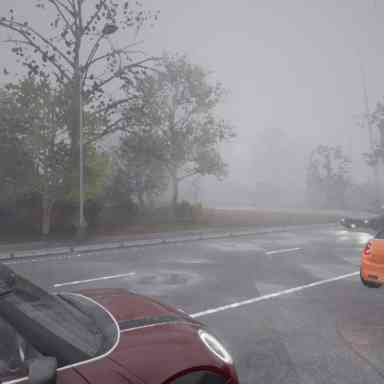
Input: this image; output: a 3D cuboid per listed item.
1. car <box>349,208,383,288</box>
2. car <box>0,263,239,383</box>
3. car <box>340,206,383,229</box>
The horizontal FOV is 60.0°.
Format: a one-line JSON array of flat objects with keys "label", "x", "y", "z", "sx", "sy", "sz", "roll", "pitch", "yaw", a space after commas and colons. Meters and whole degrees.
[{"label": "car", "x": 6.089, "y": 1.352, "z": 7.997, "sx": 4.553, "sy": 1.767, "sz": 2.097, "roll": 0, "pitch": 0, "yaw": -35}, {"label": "car", "x": -1.777, "y": 1.352, "z": 2.444, "sx": 4.553, "sy": 1.767, "sz": 2.097, "roll": 0, "pitch": 0, "yaw": -36}, {"label": "car", "x": 11.343, "y": 1.547, "z": 20.404, "sx": 5.357, "sy": 1.411, "sz": 2.033, "roll": 0, "pitch": 0, "yaw": -34}]
